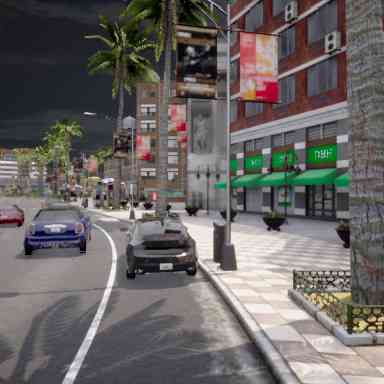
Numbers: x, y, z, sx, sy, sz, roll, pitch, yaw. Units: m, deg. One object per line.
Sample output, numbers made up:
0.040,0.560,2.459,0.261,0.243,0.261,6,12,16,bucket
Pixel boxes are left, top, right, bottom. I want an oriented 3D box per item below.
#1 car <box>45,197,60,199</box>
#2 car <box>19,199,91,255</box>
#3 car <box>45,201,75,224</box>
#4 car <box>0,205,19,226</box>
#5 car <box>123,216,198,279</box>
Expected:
-14.406,1.341,34.190,2.097,1.767,4.553,0,0,-27,car
-5.318,1.348,13.657,2.097,1.767,4.553,0,0,-15,car
-10.213,1.494,25.471,1.837,1.490,4.892,0,-1,-25,car
-12.829,1.554,23.116,1.994,1.385,4.181,0,0,-25,car
-1.087,1.504,10.197,1.837,1.490,4.892,0,0,-11,car
